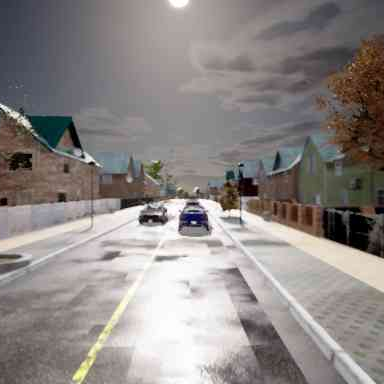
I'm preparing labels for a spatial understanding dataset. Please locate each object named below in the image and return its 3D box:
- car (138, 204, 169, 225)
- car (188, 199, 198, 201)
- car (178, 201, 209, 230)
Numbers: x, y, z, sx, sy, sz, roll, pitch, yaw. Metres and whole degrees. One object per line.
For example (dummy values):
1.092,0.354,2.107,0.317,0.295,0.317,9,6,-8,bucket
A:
-2.788,1.591,25.076,2.033,1.411,5.357,0,0,0,car
0.115,1.625,41.670,1.812,1.442,4.674,0,0,0,car
0.107,1.559,21.088,1.812,1.442,4.674,0,0,0,car
